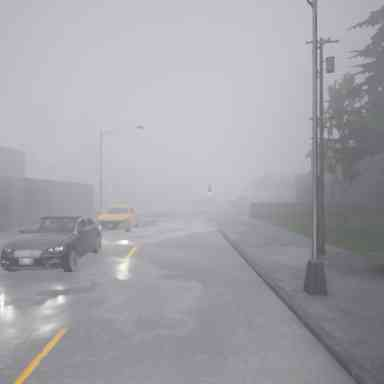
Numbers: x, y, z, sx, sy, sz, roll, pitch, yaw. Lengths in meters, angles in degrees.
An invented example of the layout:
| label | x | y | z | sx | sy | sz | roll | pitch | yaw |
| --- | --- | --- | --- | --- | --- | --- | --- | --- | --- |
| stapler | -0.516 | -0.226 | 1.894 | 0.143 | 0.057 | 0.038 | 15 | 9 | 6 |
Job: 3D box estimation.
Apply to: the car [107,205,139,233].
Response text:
| label | x | y | z | sx | sy | sz | roll | pitch | yaw |
| --- | --- | --- | --- | --- | --- | --- | --- | --- | --- |
| car | -4.544 | 1.572 | 20.776 | 1.882 | 1.535 | 5.008 | 0 | 0 | -1 |

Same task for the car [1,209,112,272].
| label | x | y | z | sx | sy | sz | roll | pitch | yaw |
| --- | --- | --- | --- | --- | --- | --- | --- | --- | --- |
| car | -4.345 | 1.543 | 11.045 | 2.128 | 1.511 | 4.902 | 0 | 0 | -1 |
